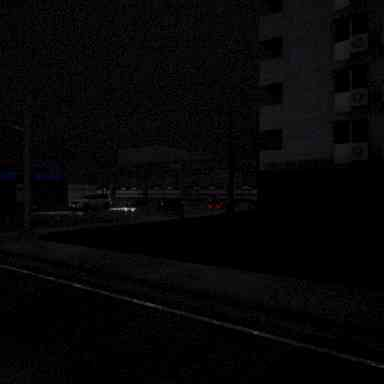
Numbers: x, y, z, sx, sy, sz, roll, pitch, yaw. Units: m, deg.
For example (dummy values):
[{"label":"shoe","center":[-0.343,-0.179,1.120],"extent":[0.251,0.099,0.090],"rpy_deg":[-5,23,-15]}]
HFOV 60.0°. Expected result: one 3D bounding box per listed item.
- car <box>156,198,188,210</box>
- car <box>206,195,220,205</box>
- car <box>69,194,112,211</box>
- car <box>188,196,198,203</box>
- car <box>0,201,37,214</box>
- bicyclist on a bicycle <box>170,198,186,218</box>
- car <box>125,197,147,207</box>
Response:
[{"label":"car","center":[-2.797,1.547,43.722],"extent":[2.033,1.411,5.357],"rpy_deg":[0,0,22]},{"label":"car","center":[3.916,1.526,58.460],"extent":[1.812,1.442,4.674],"rpy_deg":[0,0,4]},{"label":"car","center":[-12.300,1.221,40.713],"extent":[2.150,2.045,5.566],"rpy_deg":[0,0,29]},{"label":"car","center":[-0.130,1.564,69.856],"extent":[1.994,1.385,4.181],"rpy_deg":[0,0,-12]},{"label":"car","center":[-17.886,1.601,32.461],"extent":[1.895,1.301,4.718],"rpy_deg":[0,0,35]},{"label":"bicyclist on a bicycle","center":[-1.169,1.300,27.291],"extent":[1.656,1.620,0.582],"rpy_deg":[0,0,36]},{"label":"car","center":[-8.353,1.491,49.988],"extent":[2.128,1.511,4.902],"rpy_deg":[0,0,15]}]
